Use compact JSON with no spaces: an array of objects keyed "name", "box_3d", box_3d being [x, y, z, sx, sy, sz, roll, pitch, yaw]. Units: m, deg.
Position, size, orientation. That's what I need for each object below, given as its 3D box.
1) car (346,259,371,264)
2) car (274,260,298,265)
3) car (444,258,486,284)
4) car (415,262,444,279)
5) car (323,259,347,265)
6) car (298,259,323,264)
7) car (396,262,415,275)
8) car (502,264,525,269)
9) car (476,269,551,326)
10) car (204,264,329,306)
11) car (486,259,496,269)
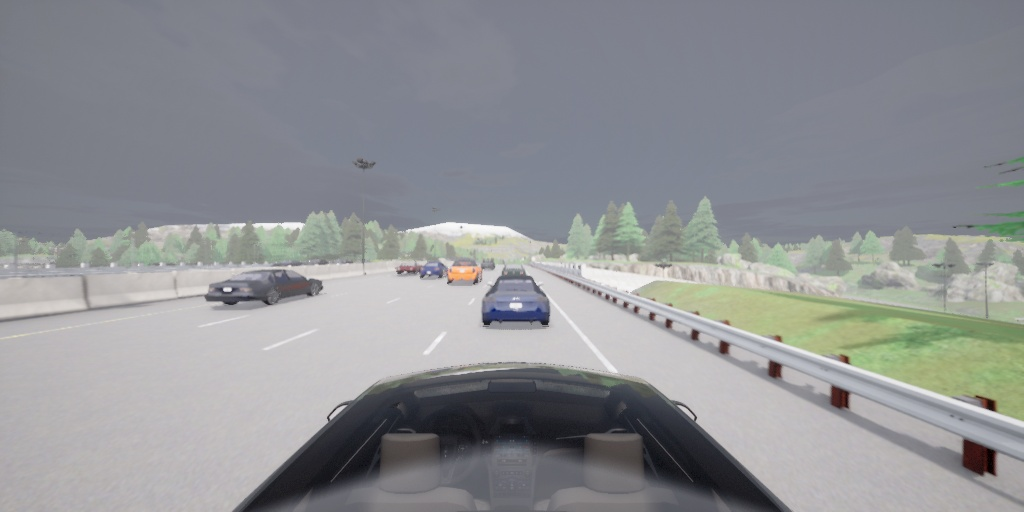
[{"name":"car","box_3d":[-21.021,1.274,50.538,1.994,1.385,4.181,0,0,0]},{"name":"car","box_3d":[-31.493,1.259,50.960,2.033,1.411,5.357,0,0,1]},{"name":"car","box_3d":[-3.378,1.052,26.502,2.097,1.767,4.553,0,0,0]},{"name":"car","box_3d":[-6.873,1.215,31.985,1.812,1.442,4.674,0,0,0]},{"name":"car","box_3d":[-24.506,1.210,51.734,2.128,1.511,4.902,0,0,1]},{"name":"car","box_3d":[-28.004,1.219,51.487,1.837,1.490,4.892,0,0,1]},{"name":"car","box_3d":[-10.371,1.281,37.101,1.895,1.301,4.718,0,0,0]},{"name":"car","box_3d":[0.125,1.298,28.748,1.895,1.301,4.718,0,0,0]},{"name":"car","box_3d":[0.108,1.294,11.579,1.994,1.385,4.181,0,0,0]},{"name":"car","box_3d":[-10.387,1.268,15.595,2.033,1.411,5.357,0,0,0]},{"name":"car","box_3d":[-3.355,1.208,50.831,2.128,1.511,4.902,0,0,0]}]
